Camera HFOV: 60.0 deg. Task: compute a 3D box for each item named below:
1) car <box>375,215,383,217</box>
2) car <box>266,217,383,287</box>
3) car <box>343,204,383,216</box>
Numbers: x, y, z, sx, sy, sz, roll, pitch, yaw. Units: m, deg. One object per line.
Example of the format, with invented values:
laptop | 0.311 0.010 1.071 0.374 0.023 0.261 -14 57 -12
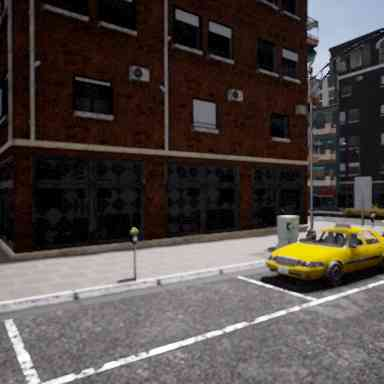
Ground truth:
car | 8.945 1.688 12.937 4.403 1.369 2.008 1 -1 -35
car | 4.193 1.608 9.554 4.829 1.417 1.752 1 -1 -35
car | 18.148 1.830 34.444 1.752 1.417 4.829 -1 0 -36
